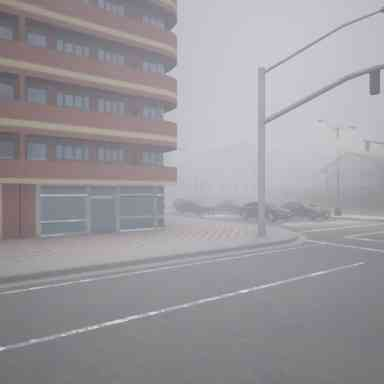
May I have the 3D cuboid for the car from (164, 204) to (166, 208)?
[{"bbox_3d":[-5.392,1.547,43.038,2.033,1.411,5.357,0,0,-34],"label":"car"}]

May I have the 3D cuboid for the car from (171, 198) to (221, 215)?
[{"bbox_3d":[0.321,1.545,34.738,2.033,1.411,5.357,0,0,-34],"label":"car"}]

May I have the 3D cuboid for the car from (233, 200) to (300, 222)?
[{"bbox_3d":[5.844,1.505,26.709,1.837,1.490,4.892,0,0,-34],"label":"car"}]

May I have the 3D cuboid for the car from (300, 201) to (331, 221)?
[{"bbox_3d":[9.279,1.526,27.914,1.812,1.442,4.674,0,0,-34],"label":"car"}]

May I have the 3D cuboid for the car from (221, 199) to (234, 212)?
[{"bbox_3d":[4.344,1.526,35.085,1.812,1.442,4.674,0,0,-34],"label":"car"}]

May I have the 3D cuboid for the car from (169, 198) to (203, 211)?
[{"bbox_3d":[-0.839,1.505,42.595,1.837,1.490,4.892,0,0,-35],"label":"car"}]
